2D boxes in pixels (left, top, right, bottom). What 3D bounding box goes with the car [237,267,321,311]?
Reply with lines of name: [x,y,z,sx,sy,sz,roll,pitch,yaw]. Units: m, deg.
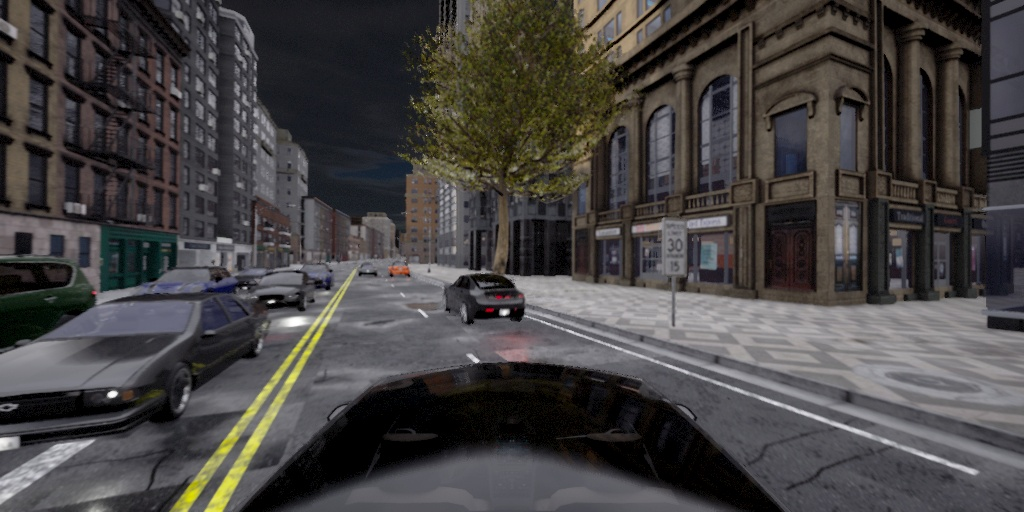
car: [-9.273,1.364,14.702,1.837,1.490,4.892,0,-1,-23]

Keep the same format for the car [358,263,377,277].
car: [-16.498,1.621,41.083,1.994,1.385,4.181,0,0,-22]

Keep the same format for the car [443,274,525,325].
car: [-1.146,1.371,12.600,1.837,1.490,4.892,0,0,-23]

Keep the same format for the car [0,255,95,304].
car: [-8.784,0.982,5.049,2.150,2.045,5.566,0,-1,-23]

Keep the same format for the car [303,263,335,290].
car: [-12.964,1.282,23.622,2.097,1.767,4.553,0,-1,-22]

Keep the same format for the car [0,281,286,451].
car: [-5.508,1.325,5.717,2.033,1.411,5.357,0,-1,-20]

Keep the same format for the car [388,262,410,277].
car: [-12.916,1.423,40.902,2.097,1.767,4.553,0,-1,-22]

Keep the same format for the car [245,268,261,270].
car: [-16.148,1.458,22.804,2.033,1.411,5.357,0,-1,-23]

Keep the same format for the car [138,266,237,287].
car: [-12.507,1.193,14.015,2.097,1.767,4.553,0,-1,-23]
